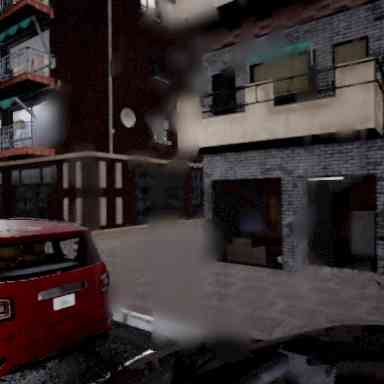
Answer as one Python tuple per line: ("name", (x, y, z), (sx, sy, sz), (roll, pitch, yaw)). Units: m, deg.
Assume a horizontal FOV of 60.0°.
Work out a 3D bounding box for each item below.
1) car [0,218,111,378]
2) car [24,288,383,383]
("car", (-3.387, 1.329, 5.148), (5.009, 1.841, 2.192), (0, -1, 35))
("car", (1.131, 1.566, 1.924), (4.313, 1.339, 1.947), (0, -1, 35))
